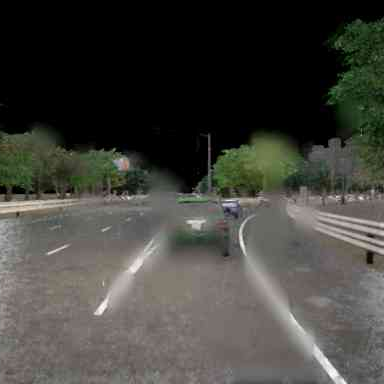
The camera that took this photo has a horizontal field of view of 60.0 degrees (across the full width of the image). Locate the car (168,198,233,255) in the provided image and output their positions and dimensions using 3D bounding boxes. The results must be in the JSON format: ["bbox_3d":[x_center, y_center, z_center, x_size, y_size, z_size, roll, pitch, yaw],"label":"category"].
[{"bbox_3d":[0.401,1.234,13.509,2.150,2.045,5.566,0,0,5],"label":"car"}]

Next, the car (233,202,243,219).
[{"bbox_3d":[3.397,1.559,29.441,1.812,1.442,4.674,0,0,16],"label":"car"}]

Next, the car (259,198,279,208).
[{"bbox_3d":[11.027,1.563,47.699,1.812,1.442,4.674,0,0,29],"label":"car"}]
